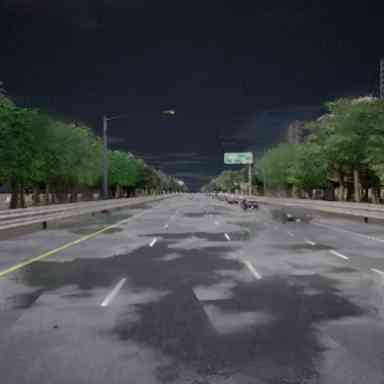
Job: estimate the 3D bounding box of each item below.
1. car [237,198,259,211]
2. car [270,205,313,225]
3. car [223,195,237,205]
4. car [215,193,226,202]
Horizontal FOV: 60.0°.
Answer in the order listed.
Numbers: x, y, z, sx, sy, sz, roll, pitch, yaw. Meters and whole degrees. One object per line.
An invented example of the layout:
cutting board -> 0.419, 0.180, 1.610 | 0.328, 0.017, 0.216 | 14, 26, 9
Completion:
car -> 7.108, 1.511, 41.324 | 1.837, 1.490, 4.892 | 0, 0, 0
car -> 7.040, 1.605, 24.194 | 1.895, 1.301, 4.718 | 0, 0, 0
car -> 7.215, 1.597, 59.782 | 1.895, 1.301, 4.718 | 0, 0, 0
car -> 7.358, 1.502, 78.752 | 2.128, 1.511, 4.902 | 0, 0, 0
